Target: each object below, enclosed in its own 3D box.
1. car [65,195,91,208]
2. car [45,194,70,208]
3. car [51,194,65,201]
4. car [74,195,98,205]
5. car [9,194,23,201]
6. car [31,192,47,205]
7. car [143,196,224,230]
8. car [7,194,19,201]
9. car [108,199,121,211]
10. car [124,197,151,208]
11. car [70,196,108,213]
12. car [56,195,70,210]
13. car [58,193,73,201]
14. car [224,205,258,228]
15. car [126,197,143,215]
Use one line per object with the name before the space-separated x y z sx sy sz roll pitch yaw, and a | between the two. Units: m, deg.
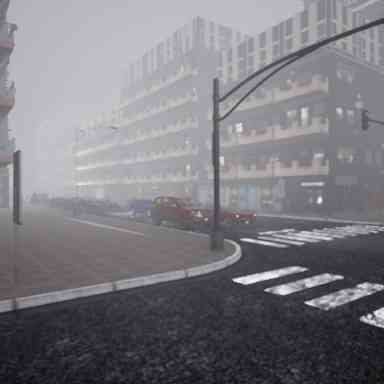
car | -15.636 1.247 45.435 1.882 1.535 5.008 -1 0 -36
car | -17.301 1.357 43.239 1.947 1.339 4.313 0 0 -36
car | -30.447 1.241 75.679 2.008 1.369 4.403 -1 0 -36
car | -16.747 1.279 52.341 2.033 1.411 5.357 -1 0 -36
car | -37.235 1.335 70.765 1.802 1.307 4.206 -1 0 -36
car | -23.946 1.083 52.412 2.192 1.841 5.009 0 0 -36
car | -0.688 1.183 20.297 2.192 1.841 5.009 0 0 -36
car | -40.559 1.192 75.351 1.967 1.590 4.097 -1 0 -36
car | -9.614 1.397 37.051 1.895 1.301 4.718 -1 0 -36
car | -7.191 1.324 43.567 1.802 1.307 4.206 0 0 -36
car | -10.655 1.364 34.062 1.887 1.381 4.507 0 0 -36
car | -13.978 1.371 38.650 1.947 1.339 4.313 0 0 -36
car | -27.126 1.131 71.092 1.967 1.590 4.097 -1 0 -36
car | 1.908 1.452 21.151 1.895 1.301 4.718 -1 1 -37
car | -3.687 1.300 28.852 1.882 1.535 5.008 -1 0 -36
